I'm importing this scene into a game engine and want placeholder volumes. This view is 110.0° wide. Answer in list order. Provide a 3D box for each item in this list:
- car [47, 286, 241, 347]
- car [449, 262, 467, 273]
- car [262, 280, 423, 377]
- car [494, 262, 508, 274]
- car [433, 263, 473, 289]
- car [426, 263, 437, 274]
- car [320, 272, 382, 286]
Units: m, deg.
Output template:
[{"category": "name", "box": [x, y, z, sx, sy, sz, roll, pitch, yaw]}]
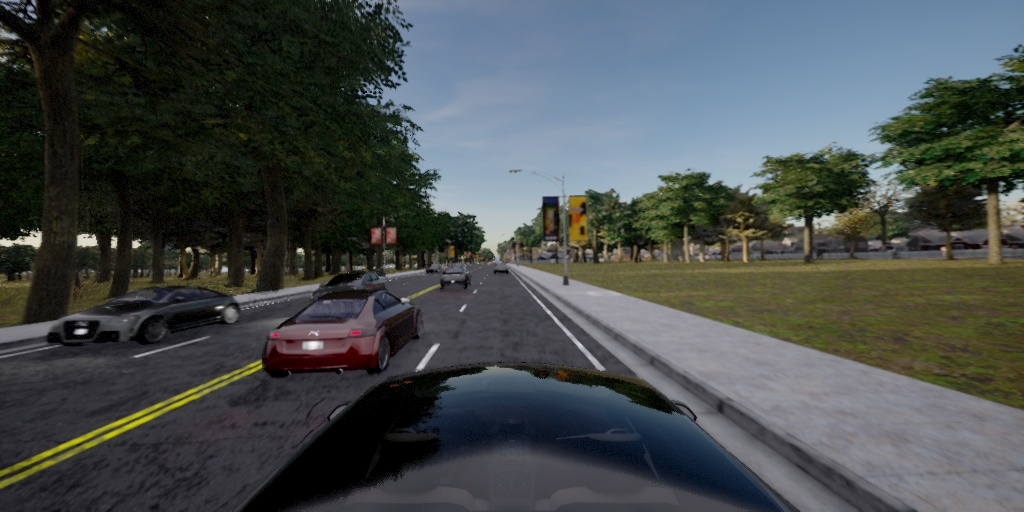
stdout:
[{"category": "car", "box": [-10.061, 1.576, 10.303, 1.994, 1.385, 4.181, -1, 0, -2]}, {"category": "car", "box": [-8.422, 1.813, 56.120, 2.128, 1.511, 4.902, -1, 0, -2]}, {"category": "car", "box": [-3.267, 1.417, 7.762, 1.994, 1.385, 4.181, -1, 0, -2]}, {"category": "car", "box": [-1.524, 1.682, 49.594, 1.994, 1.385, 4.181, -1, 0, -2]}, {"category": "car", "box": [-3.911, 1.471, 25.579, 2.128, 1.511, 4.902, -1, 0, -2]}, {"category": "car", "box": [-11.576, 1.870, 53.499, 1.837, 1.490, 4.892, -1, 0, -2]}, {"category": "car", "box": [-7.010, 1.486, 15.817, 1.837, 1.490, 4.892, -1, 0, -2]}]
